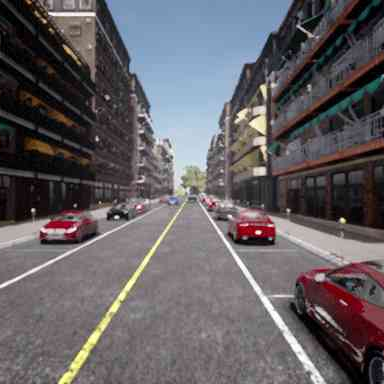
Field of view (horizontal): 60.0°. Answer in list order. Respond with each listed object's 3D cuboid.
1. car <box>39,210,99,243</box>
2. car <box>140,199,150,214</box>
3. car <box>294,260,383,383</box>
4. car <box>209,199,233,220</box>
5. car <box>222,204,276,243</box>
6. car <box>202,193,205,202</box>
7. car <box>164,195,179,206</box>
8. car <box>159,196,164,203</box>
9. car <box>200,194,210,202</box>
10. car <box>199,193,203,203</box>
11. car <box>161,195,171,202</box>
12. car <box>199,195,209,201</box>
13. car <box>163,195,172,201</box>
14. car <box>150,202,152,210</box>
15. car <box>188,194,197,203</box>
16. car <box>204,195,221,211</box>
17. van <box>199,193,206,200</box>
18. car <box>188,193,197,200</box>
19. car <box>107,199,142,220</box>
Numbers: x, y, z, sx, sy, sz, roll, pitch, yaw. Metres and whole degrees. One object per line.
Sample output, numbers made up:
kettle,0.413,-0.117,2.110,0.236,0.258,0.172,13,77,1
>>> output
car,-5.667,1.551,15.851,1.802,1.307,4.206,1,0,0
car,-5.651,1.379,32.836,1.967,1.590,4.097,1,0,0
car,2.707,1.574,4.482,1.802,1.307,4.206,1,0,0
car,2.722,1.501,27.127,2.008,1.369,4.403,1,0,0
car,2.713,1.516,15.803,1.887,1.381,4.507,1,0,0
car,3.040,1.363,52.190,1.801,1.575,5.366,0,0,0
car,-3.013,1.430,53.578,1.812,1.442,4.674,0,0,1
car,-5.626,1.427,66.806,1.887,1.381,4.507,1,0,0
car,2.760,1.315,72.420,1.967,1.590,4.097,1,0,0
car,2.756,1.324,66.759,1.967,1.590,4.097,1,0,0
car,-5.621,1.399,72.297,1.752,1.417,4.829,1,0,0
car,2.763,1.416,78.082,2.008,1.369,4.403,1,0,0
car,-5.617,1.390,77.958,1.752,1.417,4.829,1,0,0
car,-5.649,1.480,38.497,2.008,1.369,4.403,1,0,0
car,0.068,1.380,67.364,2.128,1.511,4.902,0,0,0
car,2.733,1.370,38.449,1.967,1.590,4.097,1,0,0
van,2.774,1.190,89.405,1.690,1.788,3.998,1,0,0
car,0.066,1.182,83.853,2.097,1.767,4.553,0,0,0
car,-5.658,1.515,27.174,1.947,1.339,4.313,1,0,0
